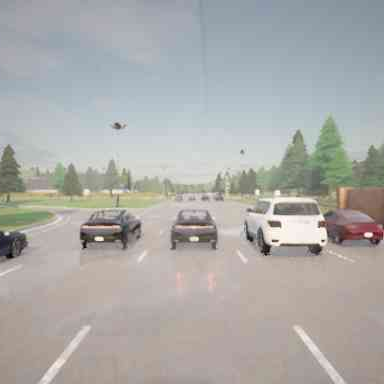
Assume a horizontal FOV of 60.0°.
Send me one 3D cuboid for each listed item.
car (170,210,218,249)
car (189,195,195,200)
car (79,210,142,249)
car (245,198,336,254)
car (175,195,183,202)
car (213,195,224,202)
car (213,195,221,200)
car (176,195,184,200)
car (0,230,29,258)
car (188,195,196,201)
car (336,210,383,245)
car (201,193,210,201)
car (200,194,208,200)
[{"bbox_3d":[0.090,1.519,14.663,2.128,1.511,4.902,0,0,0],"label":"car"},{"bbox_3d":[0.023,1.529,94.613,1.812,1.442,4.674,0,0,0],"label":"car"},{"bbox_3d":[-3.410,1.519,14.657,2.128,1.511,4.902,0,0,0],"label":"car"},{"bbox_3d":[3.589,1.246,13.694,2.150,2.045,5.566,0,0,0],"label":"car"},{"bbox_3d":[-3.479,1.687,84.942,2.033,1.411,5.357,0,0,0],"label":"car"},{"bbox_3d":[7.021,1.658,84.885,1.837,1.490,4.892,0,0,0],"label":"car"},{"bbox_3d":[7.023,1.545,94.607,2.033,1.411,5.357,0,0,0],"label":"car"},{"bbox_3d":[-3.477,1.530,94.617,2.128,1.511,4.902,0,0,0],"label":"car"},{"bbox_3d":[-6.932,1.566,9.778,2.033,1.411,5.357,0,0,0],"label":"car"},{"bbox_3d":[0.021,1.700,85.288,2.033,1.411,5.357,0,0,0],"label":"car"},{"bbox_3d":[7.093,1.555,15.652,1.812,1.442,4.674,0,0,0],"label":"car"},{"bbox_3d":[3.521,1.652,85.752,1.837,1.490,4.892,0,0,0],"label":"car"},{"bbox_3d":[3.523,1.360,94.595,2.097,1.767,4.553,0,0,0],"label":"car"}]
